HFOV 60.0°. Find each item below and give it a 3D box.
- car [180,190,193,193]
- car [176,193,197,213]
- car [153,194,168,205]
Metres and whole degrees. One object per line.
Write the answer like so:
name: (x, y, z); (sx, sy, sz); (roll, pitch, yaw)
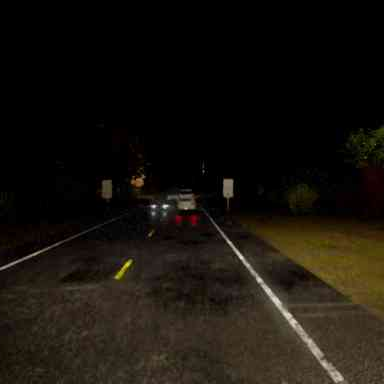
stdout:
car: (-0.771, 0.676, 45.281); (2.150, 2.045, 5.566); (-1, 1, 0)
car: (-0.540, 1.138, 30.834); (1.812, 1.442, 4.674); (-1, 1, -1)
car: (-4.332, 1.030, 46.140); (1.812, 1.442, 4.674); (-1, 1, -1)
